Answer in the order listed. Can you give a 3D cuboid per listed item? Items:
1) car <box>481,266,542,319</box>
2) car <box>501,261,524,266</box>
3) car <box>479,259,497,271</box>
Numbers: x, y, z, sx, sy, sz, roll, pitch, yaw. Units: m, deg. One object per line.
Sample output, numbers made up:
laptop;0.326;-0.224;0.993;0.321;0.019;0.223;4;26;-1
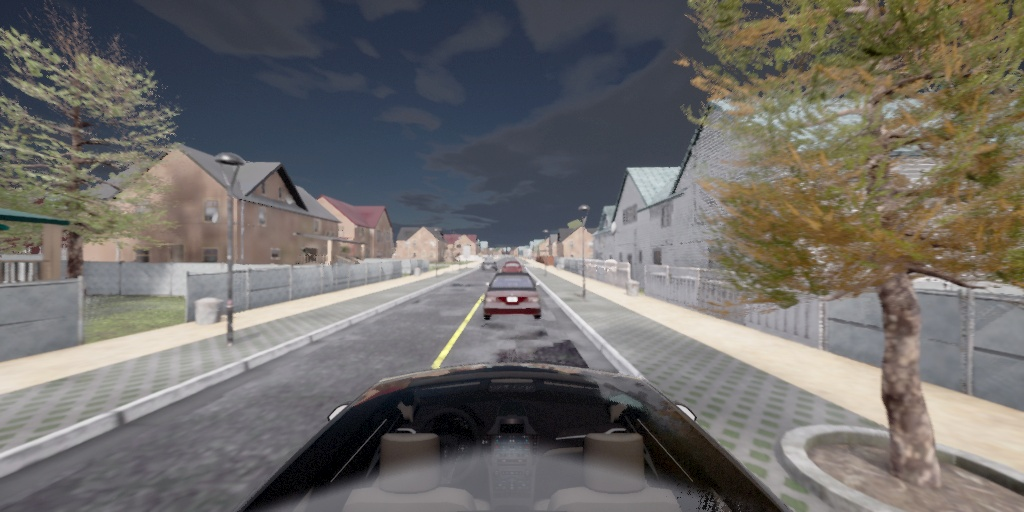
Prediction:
car;0.022;1.256;12.546;2.033;1.411;5.357;0;0;0
car;0.042;1.163;30.392;1.812;1.442;4.674;0;0;0
car;-2.812;1.103;44.823;1.812;1.442;4.674;0;0;0
